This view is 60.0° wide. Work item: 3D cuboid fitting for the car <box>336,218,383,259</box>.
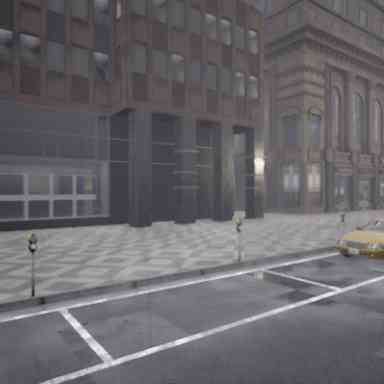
[{"bbox_3d":[6.902,1.487,11.574,4.829,1.417,1.752,0,0,-36],"label":"car"}]
